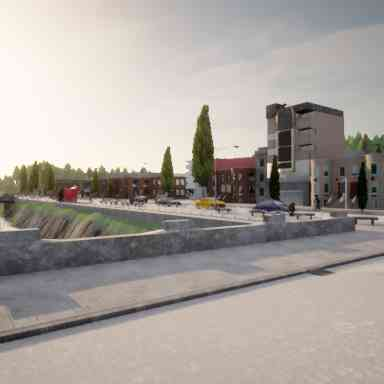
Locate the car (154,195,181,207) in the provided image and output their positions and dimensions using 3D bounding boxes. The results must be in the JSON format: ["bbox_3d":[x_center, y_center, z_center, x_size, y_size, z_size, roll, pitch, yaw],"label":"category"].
[{"bbox_3d":[-3.797,1.547,51.567,2.033,1.411,5.357,0,0,-35],"label":"car"}]

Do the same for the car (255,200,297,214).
[{"bbox_3d":[8.501,1.526,34.268,1.812,1.442,4.674,0,0,-36],"label":"car"}]

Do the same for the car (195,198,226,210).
[{"bbox_3d":[2.320,1.478,42.931,1.882,1.535,5.008,0,0,-35],"label":"car"}]

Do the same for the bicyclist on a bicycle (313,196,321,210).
[{"bbox_3d":[14.931,1.349,39.684,1.656,1.620,0.582,0,0,-35],"label":"bicyclist on a bicycle"}]

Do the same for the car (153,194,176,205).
[{"bbox_3d":[-5.044,1.352,60.515,2.097,1.767,4.553,0,0,-36],"label":"car"}]

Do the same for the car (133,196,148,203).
[{"bbox_3d":[-10.772,1.526,68.555,1.812,1.442,4.674,0,0,-36],"label":"car"}]
